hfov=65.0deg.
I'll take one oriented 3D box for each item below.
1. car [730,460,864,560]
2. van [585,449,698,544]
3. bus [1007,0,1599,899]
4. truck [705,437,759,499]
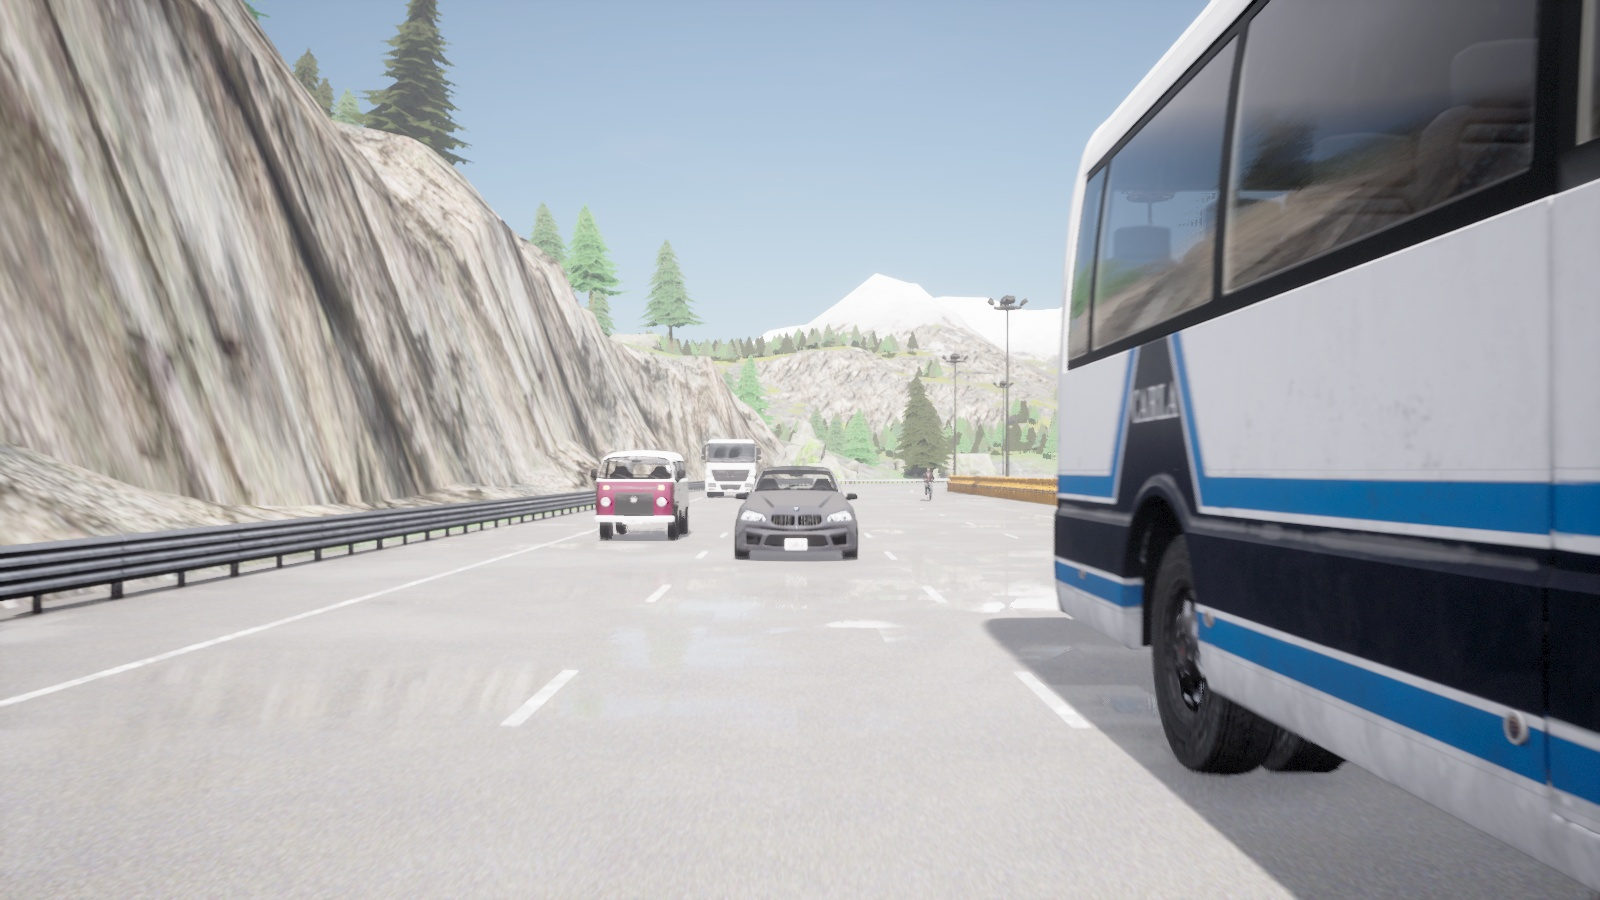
[{"bbox_3d":[-0.059,1.051,23.438,2.242,1.667,4.611,0,-1,0],"label":"car"},{"bbox_3d":[-3.578,1.042,29.107,2.069,2.038,4.480,0,-1,0],"label":"van"},{"bbox_3d":[3.488,-0.511,3.909,3.944,4.253,10.273,0,-1,0],"label":"bus"},{"bbox_3d":[-3.924,1.090,74.153,2.891,3.462,7.936,0,-1,-1],"label":"truck"}]
